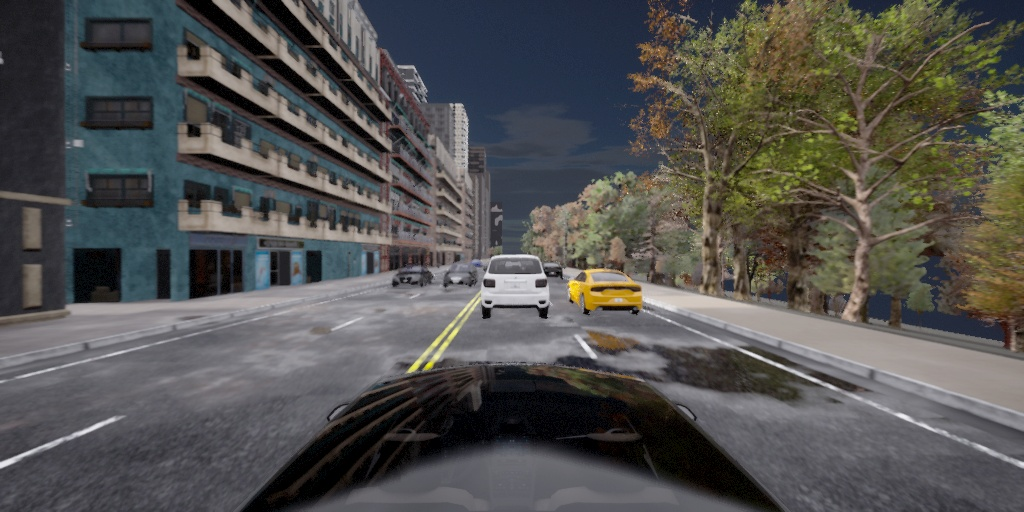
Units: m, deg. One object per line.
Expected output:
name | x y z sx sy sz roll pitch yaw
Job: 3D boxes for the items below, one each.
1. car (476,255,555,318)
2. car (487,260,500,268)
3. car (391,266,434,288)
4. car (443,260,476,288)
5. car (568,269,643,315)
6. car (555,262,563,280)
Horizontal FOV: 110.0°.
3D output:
car | 0.100 0.981 13.255 2.150 2.045 5.566 0 0 0
car | -3.279 1.385 64.531 1.994 1.385 4.181 0 0 1
car | -6.599 1.335 24.181 1.994 1.385 4.181 0 0 0
car | -3.350 1.262 23.892 2.128 1.511 4.902 0 0 0
car | 3.350 1.238 13.746 1.882 1.535 5.008 0 0 0
car | 3.350 1.258 32.096 1.882 1.535 5.008 0 0 0
